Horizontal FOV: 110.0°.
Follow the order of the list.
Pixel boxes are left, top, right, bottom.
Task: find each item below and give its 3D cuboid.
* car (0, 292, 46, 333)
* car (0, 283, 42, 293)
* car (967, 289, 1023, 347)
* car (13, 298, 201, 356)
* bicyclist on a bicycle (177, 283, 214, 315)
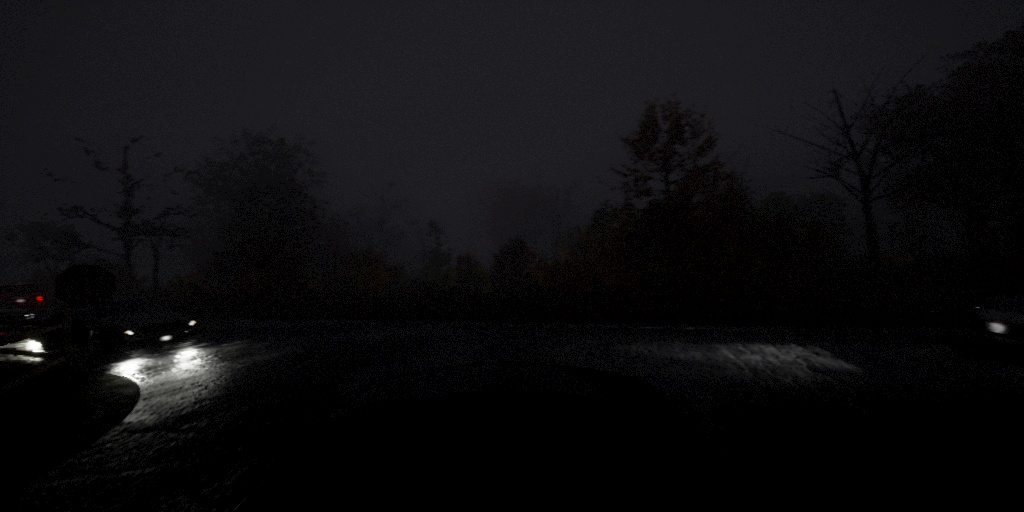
[{"bbox_3d":[-21.257,2.439,14.201,5.008,1.535,1.882,-3,-1,20],"label":"car"},{"bbox_3d":[-28.807,2.616,20.102,5.566,2.045,2.150,-3,-1,20],"label":"car"},{"bbox_3d":[10.288,0.781,5.313,4.902,1.511,2.128,-3,-1,13],"label":"car"},{"bbox_3d":[-12.082,2.016,10.842,5.357,1.411,2.033,-3,-1,20],"label":"car"},{"bbox_3d":[-16.627,2.234,18.863,0.582,1.620,1.656,-3,-1,20],"label":"bicyclist on a bicycle"}]
